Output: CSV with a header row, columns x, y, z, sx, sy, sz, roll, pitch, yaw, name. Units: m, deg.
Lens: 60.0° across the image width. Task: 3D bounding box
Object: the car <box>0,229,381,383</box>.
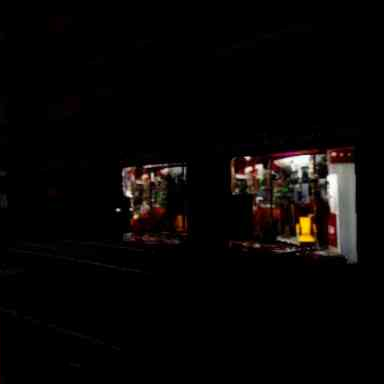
x,y,z,sx,sy,sz,roll,pitch,yaw,name
-0.884,1.316,3.336,5.009,1.841,2.192,0,-1,36,car
